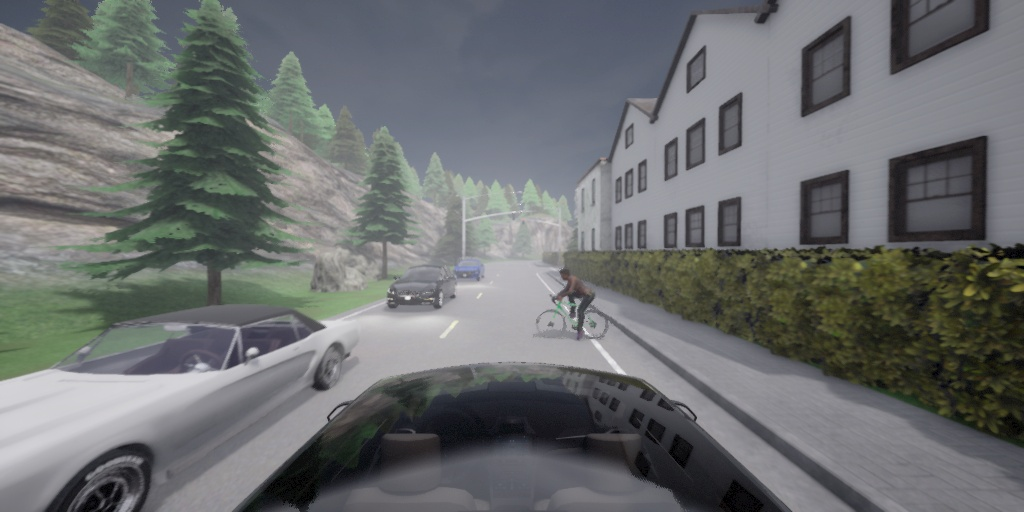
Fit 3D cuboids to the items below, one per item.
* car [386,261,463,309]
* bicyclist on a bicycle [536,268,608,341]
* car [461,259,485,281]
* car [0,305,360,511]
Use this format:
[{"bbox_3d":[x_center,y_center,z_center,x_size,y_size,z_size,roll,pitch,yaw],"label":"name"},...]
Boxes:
[{"bbox_3d":[-3.384,1.113,14.233,1.837,1.490,4.892,0,1,1],"label":"car"},{"bbox_3d":[1.377,1.111,8.215,1.656,1.620,0.582,0,1,1],"label":"bicyclist on a bicycle"},{"bbox_3d":[-3.081,0.981,26.297,1.882,1.535,5.008,0,1,1],"label":"car"},{"bbox_3d":[-3.579,1.316,3.947,1.895,1.301,4.718,0,1,1],"label":"car"}]
